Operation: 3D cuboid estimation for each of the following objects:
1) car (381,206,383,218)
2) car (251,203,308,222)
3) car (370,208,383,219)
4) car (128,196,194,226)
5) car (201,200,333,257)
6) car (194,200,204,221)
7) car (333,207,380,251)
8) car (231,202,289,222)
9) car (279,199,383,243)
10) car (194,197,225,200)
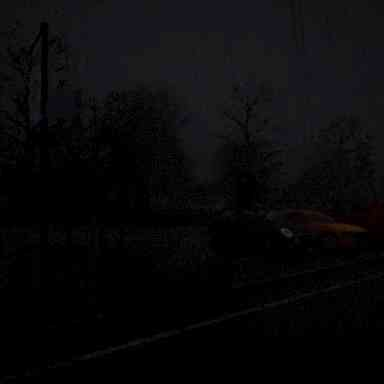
[{"bbox_3d":[30.192,2.997,48.053,2.185,1.767,4.553,4,-2,-35],"label":"car"},{"bbox_3d":[8.391,1.919,32.570,1.946,1.575,5.366,2,-1,-36],"label":"car"},{"bbox_3d":[27.641,3.000,46.161,2.002,1.452,4.674,4,-2,-36],"label":"car"},{"bbox_3d":[-2.693,1.295,24.298,2.435,2.045,5.566,2,-1,-36],"label":"car"},{"bbox_3d":[2.728,1.375,13.146,2.185,1.767,4.553,2,-1,-36],"label":"car"},{"bbox_3d":[-0.552,1.606,25.882,2.231,1.521,4.892,2,-1,-36],"label":"car"},{"bbox_3d":[5.196,1.567,14.907,2.097,1.535,5.008,2,-1,-36],"label":"car"},{"bbox_3d":[6.232,1.833,31.017,1.946,1.575,5.366,2,-1,-36],"label":"car"},{"bbox_3d":[7.547,1.380,16.645,2.435,2.045,5.566,2,-1,-36],"label":"car"},{"bbox_3d":[1.725,1.420,27.509,2.435,2.045,5.566,2,-1,-36],"label":"car"}]
